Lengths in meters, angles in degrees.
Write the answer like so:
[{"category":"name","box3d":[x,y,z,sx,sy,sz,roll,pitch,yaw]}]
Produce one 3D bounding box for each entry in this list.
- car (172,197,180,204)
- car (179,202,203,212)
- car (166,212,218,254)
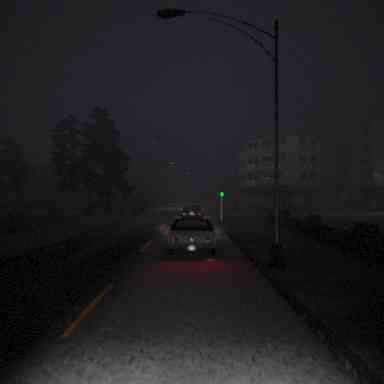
[{"category":"car","box3d":[-4.022,2.153,84.496,2.097,1.767,4.553,0,-1,0]},{"category":"car","box3d":[-0.005,1.823,28.985,2.033,1.411,5.357,0,-1,0]},{"category":"car","box3d":[-0.001,1.736,14.101,1.895,1.301,4.718,0,-1,0]}]
